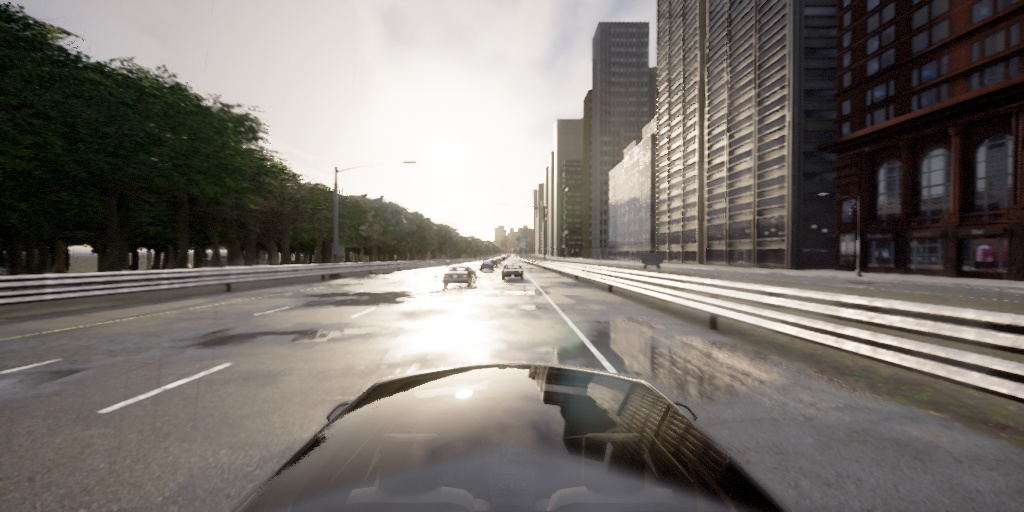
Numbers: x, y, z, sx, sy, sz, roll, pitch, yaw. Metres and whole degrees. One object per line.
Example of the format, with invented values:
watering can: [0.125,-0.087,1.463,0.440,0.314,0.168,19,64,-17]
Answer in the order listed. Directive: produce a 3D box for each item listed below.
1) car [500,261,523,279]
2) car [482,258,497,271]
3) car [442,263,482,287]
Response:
car: [0.044,1.406,32.762,1.895,1.301,4.718,0,0,0]
car: [-3.643,1.389,52.770,1.812,1.442,4.674,0,0,0]
car: [-3.531,1.334,24.797,2.033,1.411,5.357,0,0,0]
